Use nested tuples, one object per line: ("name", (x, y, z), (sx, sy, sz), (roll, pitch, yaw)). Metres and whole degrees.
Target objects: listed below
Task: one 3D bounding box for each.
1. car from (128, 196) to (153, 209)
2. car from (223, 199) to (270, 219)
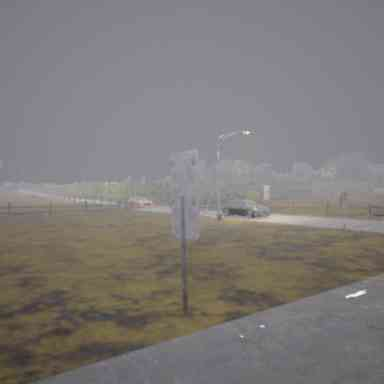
("car", (-7.364, 1.405, 47.561), (2.097, 1.767, 4.553), (-2, 2, -35))
("car", (4.908, 1.445, 30.277), (2.097, 1.767, 4.553), (-2, 1, -35))
